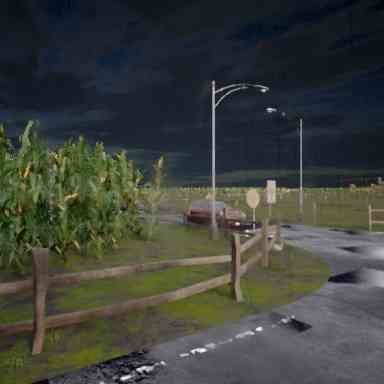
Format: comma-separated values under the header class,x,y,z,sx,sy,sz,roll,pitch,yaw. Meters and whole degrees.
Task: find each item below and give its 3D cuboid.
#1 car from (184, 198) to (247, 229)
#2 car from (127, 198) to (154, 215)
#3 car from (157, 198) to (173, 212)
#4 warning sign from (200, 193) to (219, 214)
class,x,y,z,sx,sy,sz,roll,pitch,yaw
car,1.409,1.295,21.511,2.097,1.767,4.553,0,0,-36
car,-5.784,1.381,31.568,1.882,1.535,5.008,0,1,-35
car,-3.839,1.377,33.916,2.128,1.511,4.902,0,0,-36
warning sign,1.583,1.009,30.371,1.300,1.860,1.060,-1,0,-36
